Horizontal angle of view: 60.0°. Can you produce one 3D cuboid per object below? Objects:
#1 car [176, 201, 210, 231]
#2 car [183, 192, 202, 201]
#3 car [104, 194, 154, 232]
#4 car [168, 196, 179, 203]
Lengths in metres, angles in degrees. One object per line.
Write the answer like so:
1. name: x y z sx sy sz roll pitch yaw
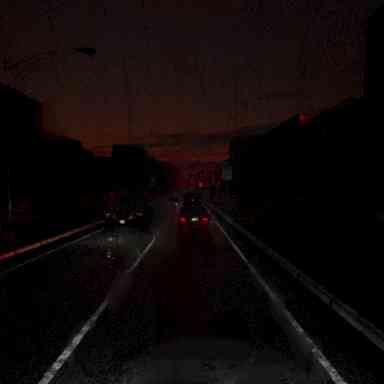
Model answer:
1. car: 0.100 1.485 20.036 2.033 1.411 5.357 0 0 0
2. car: 0.069 1.046 40.862 2.150 2.045 5.566 0 1 0
3. car: -3.597 1.160 19.918 2.150 2.045 5.566 0 0 0
4. car: -3.479 1.347 61.808 1.895 1.301 4.718 0 0 1
